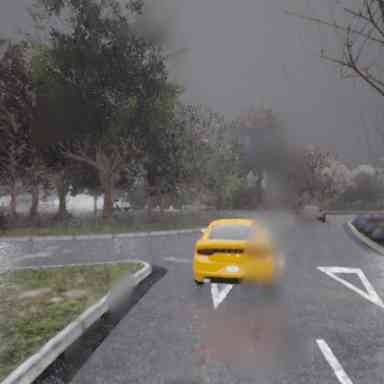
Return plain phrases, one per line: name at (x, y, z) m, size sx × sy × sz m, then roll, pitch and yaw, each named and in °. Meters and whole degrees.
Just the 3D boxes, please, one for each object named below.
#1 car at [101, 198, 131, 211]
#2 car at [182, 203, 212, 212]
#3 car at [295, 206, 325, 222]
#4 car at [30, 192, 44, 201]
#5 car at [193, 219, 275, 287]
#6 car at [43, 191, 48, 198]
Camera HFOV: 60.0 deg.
car at (-12.520, 2.014, 54.602) m, size 5.566 × 2.045 × 2.150 m, roll -1°, pitch 0°, yaw 37°
car at (0.684, 2.359, 51.660) m, size 4.718 × 1.301 × 1.895 m, roll -1°, pitch -1°, yaw 36°
car at (10.529, 1.923, 29.818) m, size 1.994 × 1.385 × 4.181 m, roll 0°, pitch -1°, yaw 9°
car at (-37.543, 1.330, 79.868) m, size 1.946 × 1.575 × 5.366 m, roll 0°, pitch 2°, yaw -15°
car at (1.224, 1.506, 9.533) m, size 1.882 × 1.535 × 5.008 m, roll 0°, pitch 0°, yaw 8°
car at (-39.017, 1.096, 85.186) m, size 1.946 × 1.575 × 5.366 m, roll 0°, pitch 2°, yaw -16°
